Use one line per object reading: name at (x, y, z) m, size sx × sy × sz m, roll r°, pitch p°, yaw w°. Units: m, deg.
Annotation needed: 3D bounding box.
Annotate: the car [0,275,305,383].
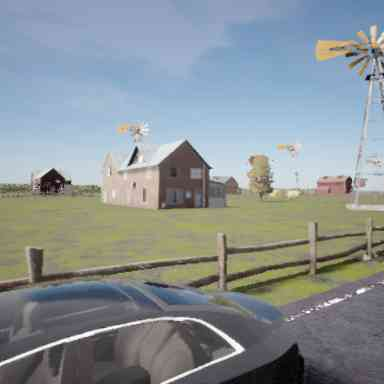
car at (-1.243, 1.515, 2.282) m, size 4.892 × 1.490 × 1.837 m, roll 0°, pitch 0°, yaw -36°
